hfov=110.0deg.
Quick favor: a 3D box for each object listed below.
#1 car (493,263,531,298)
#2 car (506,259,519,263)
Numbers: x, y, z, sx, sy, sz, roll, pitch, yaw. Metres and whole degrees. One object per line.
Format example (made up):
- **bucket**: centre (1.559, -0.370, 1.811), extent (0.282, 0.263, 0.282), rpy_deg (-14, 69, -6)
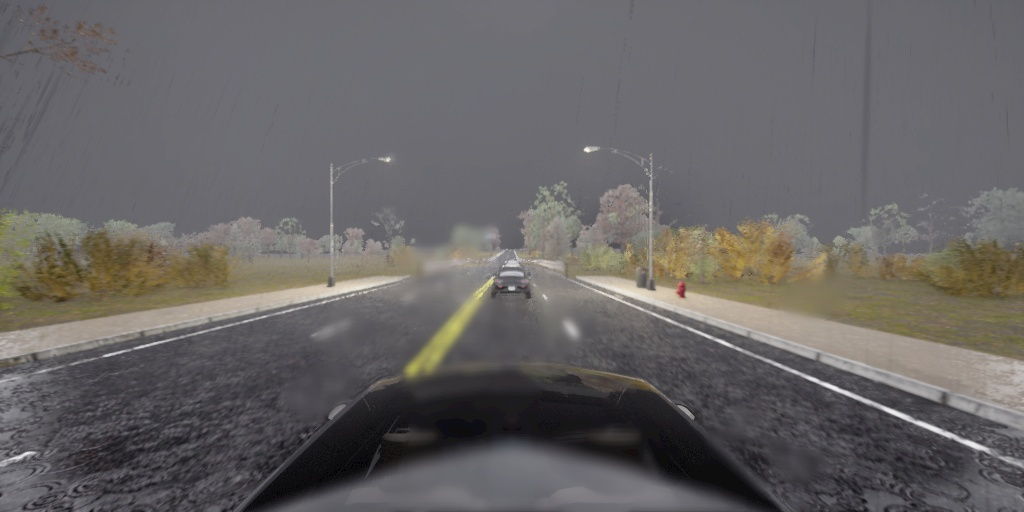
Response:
- **car**: centre (-0.010, 1.280, 18.389), extent (1.812, 1.442, 4.674), rpy_deg (0, 0, 0)
- **car**: centre (0.070, 1.285, 39.911), extent (1.812, 1.442, 4.674), rpy_deg (0, 0, 0)
